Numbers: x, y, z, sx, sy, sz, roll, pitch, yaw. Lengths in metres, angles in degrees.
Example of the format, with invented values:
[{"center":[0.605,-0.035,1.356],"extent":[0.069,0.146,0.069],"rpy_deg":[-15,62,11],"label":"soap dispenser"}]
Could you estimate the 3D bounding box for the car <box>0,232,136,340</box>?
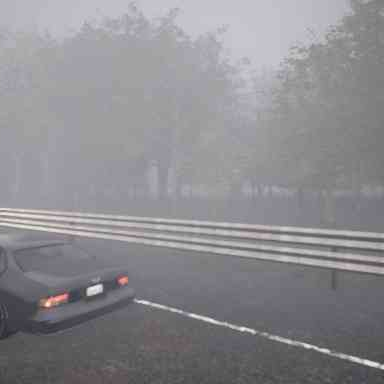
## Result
[{"center":[-3.524,1.517,6.486],"extent":[5.357,1.411,2.033],"rpy_deg":[0,0,35],"label":"car"}]
